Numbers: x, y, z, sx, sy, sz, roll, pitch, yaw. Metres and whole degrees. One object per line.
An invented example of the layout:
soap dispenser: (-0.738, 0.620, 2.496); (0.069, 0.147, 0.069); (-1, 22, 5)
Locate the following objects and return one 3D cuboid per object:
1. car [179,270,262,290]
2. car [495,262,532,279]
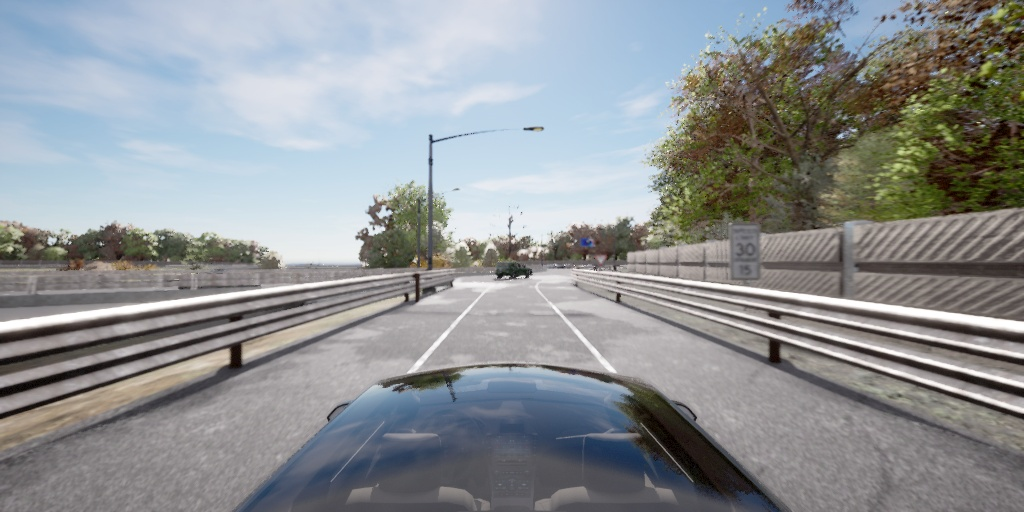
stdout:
car: (-18.561, 1.615, 23.034); (4.181, 1.385, 1.994); (1, -2, -42)
car: (0.230, 1.731, 43.596); (2.150, 2.045, 5.566); (-1, -1, 36)
